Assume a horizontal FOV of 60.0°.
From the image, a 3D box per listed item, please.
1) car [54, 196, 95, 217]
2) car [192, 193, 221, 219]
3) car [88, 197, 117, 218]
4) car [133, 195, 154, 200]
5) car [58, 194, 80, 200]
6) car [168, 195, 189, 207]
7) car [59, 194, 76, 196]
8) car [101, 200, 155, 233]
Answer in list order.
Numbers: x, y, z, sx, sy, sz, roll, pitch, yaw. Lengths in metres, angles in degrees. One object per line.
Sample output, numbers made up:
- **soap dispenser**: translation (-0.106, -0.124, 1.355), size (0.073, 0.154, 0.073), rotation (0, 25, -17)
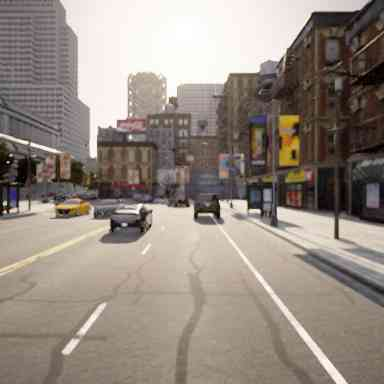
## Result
- **car**: translation (-10.657, 1.367, 29.995), size (1.882, 1.535, 5.008), rotation (0, 0, -1)
- **car**: translation (1.222, 1.117, 28.470), size (2.150, 2.045, 5.566), rotation (0, 0, 0)
- **car**: translation (-7.167, 1.399, 28.903), size (1.837, 1.490, 4.892), rotation (0, 0, -1)
- **car**: translation (-8.923, 1.324, 61.088), size (2.033, 1.411, 5.357), rotation (0, 0, -39)
- **car**: translation (-29.264, 1.231, 78.973), size (4.674, 1.452, 2.002), rotation (0, 0, 20)
- **car**: translation (-2.059, 1.174, 48.328), size (2.097, 1.767, 4.553), rotation (0, 0, -20)
- **car**: translation (-25.313, 1.281, 65.972), size (4.902, 1.511, 2.128), rotation (0, 0, 30)
- **car**: translation (-3.402, 1.421, 19.188), size (2.128, 1.511, 4.902), rotation (0, 0, 0)
